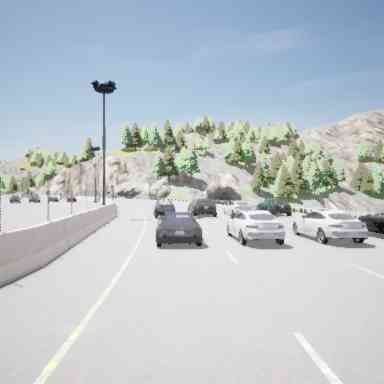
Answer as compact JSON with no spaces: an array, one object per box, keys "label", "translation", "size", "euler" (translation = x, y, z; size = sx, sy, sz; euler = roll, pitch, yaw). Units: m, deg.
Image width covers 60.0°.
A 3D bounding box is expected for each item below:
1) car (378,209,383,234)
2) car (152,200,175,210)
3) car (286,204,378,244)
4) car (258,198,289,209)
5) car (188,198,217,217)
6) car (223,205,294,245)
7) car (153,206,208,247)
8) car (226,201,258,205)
[{"label":"car","translation":[9.817,1.496,15.977],"size":[2.128,1.511,4.902],"euler":[0,0,-5]},{"label":"car","translation":[-2.575,1.495,30.413],"size":[2.128,1.511,4.902],"euler":[0,0,-10]},{"label":"car","translation":[6.329,1.533,15.685],"size":[1.812,1.442,4.674],"euler":[0,0,-5]},{"label":"car","translation":[7.783,1.367,32.129],"size":[2.097,1.767,4.553],"euler":[0,0,-10]},{"label":"car","translation":[0.881,1.366,30.965],"size":[2.097,1.767,4.553],"euler":[0,0,-10]},{"label":"car","translation":[2.842,1.533,15.392],"size":[1.812,1.442,4.674],"euler":[0,0,-5]},{"label":"car","translation":[-0.646,1.573,15.100],"size":[1.994,1.385,4.181],"euler":[0,0,-5]},{"label":"car","translation":[4.327,1.533,31.577],"size":[1.812,1.442,4.674],"euler":[0,0,-10]}]
